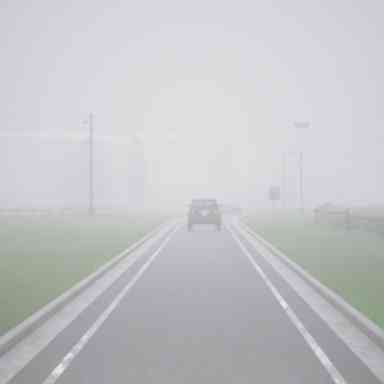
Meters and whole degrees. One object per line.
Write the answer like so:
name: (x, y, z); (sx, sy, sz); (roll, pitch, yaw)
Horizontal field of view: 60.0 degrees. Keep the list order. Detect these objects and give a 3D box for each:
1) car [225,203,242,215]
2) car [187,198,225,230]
car: (4.461, 1.912, 38.929); (1.994, 1.385, 4.181); (0, -1, 24)
car: (0.860, 1.428, 22.821); (2.150, 2.045, 5.566); (0, 0, 2)
